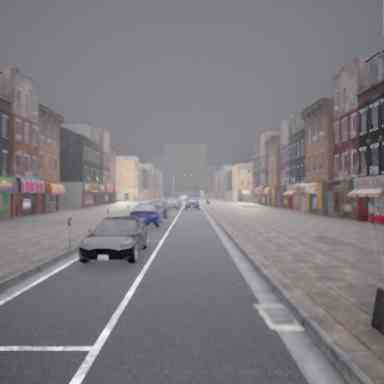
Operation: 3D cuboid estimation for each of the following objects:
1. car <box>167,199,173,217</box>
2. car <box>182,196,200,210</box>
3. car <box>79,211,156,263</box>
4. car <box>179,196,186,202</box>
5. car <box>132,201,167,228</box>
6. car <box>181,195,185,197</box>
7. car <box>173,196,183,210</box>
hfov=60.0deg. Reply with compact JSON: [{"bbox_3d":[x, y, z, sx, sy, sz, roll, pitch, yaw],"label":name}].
[{"bbox_3d":[-3.026,1.567,29.770,1.837,1.490,4.892,0,0,0],"label":"car"},{"bbox_3d":[0.037,1.646,44.327,1.812,1.442,4.674,0,0,1],"label":"car"},{"bbox_3d":[-2.633,1.583,12.060,1.947,1.339,4.313,1,0,0],"label":"car"},{"bbox_3d":[-2.653,1.926,93.293,1.752,1.417,4.829,0,0,0],"label":"car"},{"bbox_3d":[-3.019,1.519,22.770,1.882,1.535,5.008,0,0,0],"label":"car"},{"bbox_3d":[-2.644,1.720,56.012,1.887,1.381,4.507,0,0,0],"label":"car"},{"bbox_3d":[-2.641,1.674,45.024,2.008,1.369,4.403,0,0,0],"label":"car"}]
